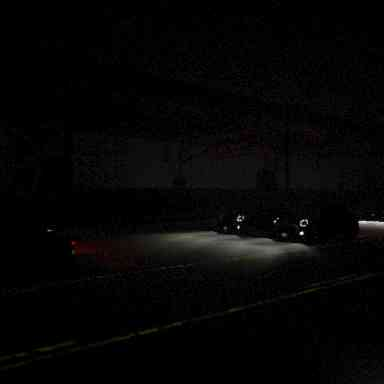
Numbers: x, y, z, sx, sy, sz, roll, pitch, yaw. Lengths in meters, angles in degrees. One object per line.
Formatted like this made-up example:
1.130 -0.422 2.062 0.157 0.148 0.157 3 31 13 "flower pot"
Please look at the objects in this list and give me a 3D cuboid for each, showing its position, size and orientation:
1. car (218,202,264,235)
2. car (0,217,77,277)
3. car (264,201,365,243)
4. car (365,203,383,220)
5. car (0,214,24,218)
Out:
3.653 1.351 18.868 4.553 1.767 2.097 0 0 -33 "car"
-5.302 1.564 8.878 4.181 1.385 1.994 0 0 -33 "car"
6.045 1.351 16.248 4.553 1.767 2.097 0 0 -33 "car"
15.469 1.564 26.431 4.181 1.385 1.994 0 0 -33 "car"
-7.297 1.526 11.759 4.674 1.442 1.812 0 0 -33 "car"
